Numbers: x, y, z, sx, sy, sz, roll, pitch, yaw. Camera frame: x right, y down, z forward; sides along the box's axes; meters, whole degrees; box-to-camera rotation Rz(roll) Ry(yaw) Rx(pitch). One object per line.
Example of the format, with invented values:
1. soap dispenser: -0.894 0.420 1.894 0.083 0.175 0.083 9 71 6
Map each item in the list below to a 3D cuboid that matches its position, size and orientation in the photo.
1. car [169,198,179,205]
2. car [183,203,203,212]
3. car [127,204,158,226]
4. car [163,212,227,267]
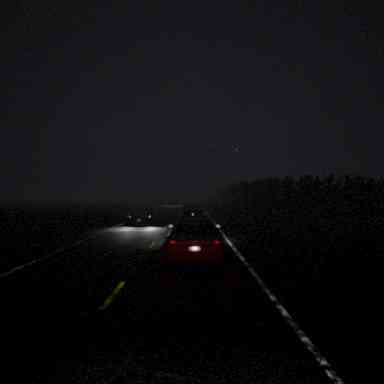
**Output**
1. car: -3.549 1.882 66.128 1.837 1.490 4.892 0 0 0
2. car: 0.079 1.800 33.410 1.895 1.301 4.718 0 0 0
3. car: -3.614 1.676 24.922 1.812 1.442 4.674 0 0 0
4. car: 0.086 1.635 11.725 1.994 1.385 4.181 0 0 0
